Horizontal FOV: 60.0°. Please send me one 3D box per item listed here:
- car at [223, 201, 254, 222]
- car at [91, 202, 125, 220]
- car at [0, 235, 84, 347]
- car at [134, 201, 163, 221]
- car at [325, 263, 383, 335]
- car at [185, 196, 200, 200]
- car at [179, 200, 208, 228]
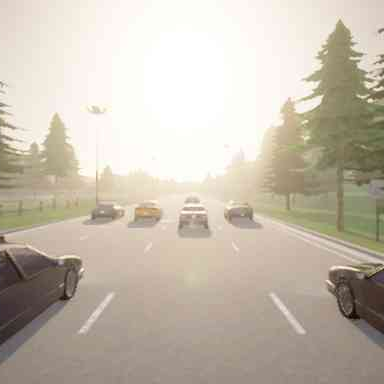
[{"bbox_3d":[3.591,1.444,26.197,2.128,1.511,4.902,0,0,0],"label":"car"},{"bbox_3d":[-6.909,1.513,27.655,1.994,1.385,4.181,0,0,0],"label":"car"},{"bbox_3d":[-3.401,1.538,5.246,2.033,1.411,5.357,0,0,0],"label":"car"},{"bbox_3d":[-3.409,1.429,26.807,1.882,1.535,5.008,0,0,0],"label":"car"},{"bbox_3d":[3.599,1.540,4.241,2.033,1.411,5.357,0,0,0],"label":"car"},{"bbox_3d":[0.045,1.268,45.432,2.097,1.767,4.553,0,0,0],"label":"car"},{"bbox_3d":[0.092,1.508,21.832,2.033,1.411,5.357,0,0,0],"label":"car"}]
